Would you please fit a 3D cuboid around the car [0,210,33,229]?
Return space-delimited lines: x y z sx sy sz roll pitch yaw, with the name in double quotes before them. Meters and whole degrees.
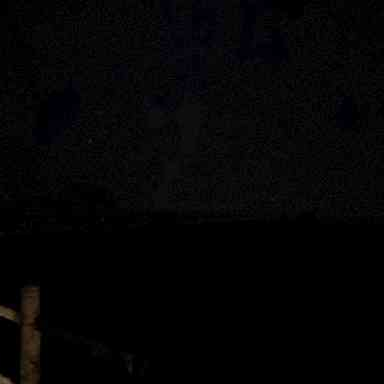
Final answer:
"car" -14.878 2.153 25.650 1.837 1.490 4.892 0 -2 34

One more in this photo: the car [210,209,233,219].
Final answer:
"car" 4.697 3.528 53.118 2.128 1.511 4.902 0 -3 36

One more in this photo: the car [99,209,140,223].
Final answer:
"car" -7.713 2.636 35.807 2.128 1.511 4.902 0 -2 36
